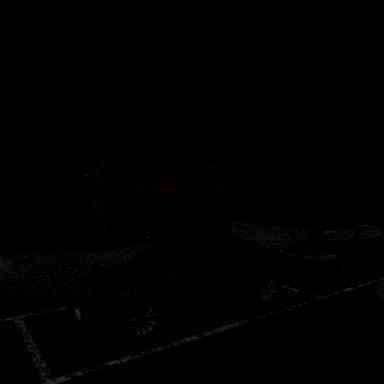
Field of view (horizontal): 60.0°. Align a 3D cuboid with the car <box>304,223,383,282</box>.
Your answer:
[{"bbox_3d":[4.454,1.582,9.708,4.206,1.307,1.802,0,0,-35],"label":"car"}]

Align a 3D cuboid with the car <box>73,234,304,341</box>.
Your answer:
[{"bbox_3d":[-0.027,1.566,6.516,4.313,1.339,1.947,0,0,-35],"label":"car"}]
